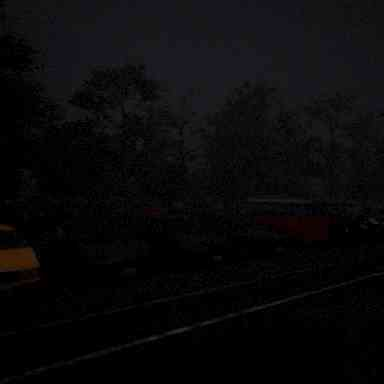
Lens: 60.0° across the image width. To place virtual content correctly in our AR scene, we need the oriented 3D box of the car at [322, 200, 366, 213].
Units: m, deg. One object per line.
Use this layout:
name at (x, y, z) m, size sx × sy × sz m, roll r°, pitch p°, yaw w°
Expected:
car at (18.941, 1.785, 41.658) m, size 2.002 × 1.452 × 4.674 m, roll 1°, pitch 0°, yaw -35°

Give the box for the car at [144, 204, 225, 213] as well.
car at (0.411, 1.592, 17.905) m, size 5.357 × 1.411 × 2.033 m, roll 0°, pitch 0°, yaw -35°

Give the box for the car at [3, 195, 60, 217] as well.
car at (-10.395, 1.258, 20.794) m, size 2.435 × 2.045 × 5.566 m, roll 0°, pitch 0°, yaw -35°

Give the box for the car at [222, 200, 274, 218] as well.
car at (5.272, 1.601, 31.990) m, size 2.163 × 1.488 × 4.792 m, roll 1°, pitch 0°, yaw -35°

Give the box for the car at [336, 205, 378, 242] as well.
car at (6.124, 1.563, 16.553) m, size 2.163 × 1.488 × 4.792 m, roll 0°, pitch 0°, yaw -35°

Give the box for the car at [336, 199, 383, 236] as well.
car at (8.384, 1.417, 18.161) m, size 2.185 × 1.767 × 4.553 m, roll 0°, pitch 0°, yaw -35°

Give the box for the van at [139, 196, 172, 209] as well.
van at (-3.704, 1.301, 25.723) m, size 1.878 × 1.987 × 4.442 m, roll 0°, pitch 0°, yaw -35°

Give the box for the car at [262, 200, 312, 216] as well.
car at (9.923, 1.654, 35.223) m, size 2.163 × 1.488 × 4.792 m, roll 1°, pitch 0°, yaw -35°

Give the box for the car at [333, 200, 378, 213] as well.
car at (21.215, 1.804, 43.241) m, size 2.163 × 1.488 × 4.792 m, roll 1°, pitch 0°, yaw -35°

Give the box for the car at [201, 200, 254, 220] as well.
car at (3.120, 1.583, 30.462) m, size 2.163 × 1.488 × 4.792 m, roll 0°, pitch 0°, yaw -35°

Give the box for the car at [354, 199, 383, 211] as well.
car at (25.617, 1.833, 46.397) m, size 2.097 × 1.535 × 5.008 m, roll 1°, pitch 0°, yaw -35°

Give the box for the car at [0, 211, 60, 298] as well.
car at (-5.069, 1.501, 8.340) m, size 1.946 × 1.575 × 5.366 m, roll 0°, pitch 0°, yaw -35°

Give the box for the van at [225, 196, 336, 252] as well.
van at (3.810, 1.302, 15.017) m, size 1.878 × 1.987 × 4.442 m, roll 0°, pitch 0°, yaw -35°

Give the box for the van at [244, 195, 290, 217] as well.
van at (7.482, 1.370, 33.667) m, size 1.878 × 1.987 × 4.442 m, roll 1°, pitch 0°, yaw -35°

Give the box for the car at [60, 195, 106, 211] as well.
car at (-8.137, 1.264, 22.398) m, size 2.435 × 2.045 × 5.566 m, roll 0°, pitch 0°, yaw -35°

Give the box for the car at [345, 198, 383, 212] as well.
car at (23.338, 1.678, 44.823) m, size 2.185 × 1.767 × 4.553 m, roll 1°, pitch 0°, yaw -35°

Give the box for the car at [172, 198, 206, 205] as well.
car at (-1.381, 1.533, 27.236) m, size 2.097 × 1.535 × 5.008 m, roll 0°, pitch 0°, yaw -35°

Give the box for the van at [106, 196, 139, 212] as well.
van at (-5.827, 1.296, 23.929) m, size 1.878 × 1.987 × 4.442 m, roll 0°, pitch 0°, yaw -35°

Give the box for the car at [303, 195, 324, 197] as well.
car at (12.151, 1.403, 36.875) m, size 2.435 × 2.045 × 5.566 m, roll 1°, pitch 0°, yaw -35°

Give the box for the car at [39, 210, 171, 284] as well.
car at (-2.896, 1.540, 10.075) m, size 2.163 × 1.488 × 4.792 m, roll 0°, pitch 0°, yaw -35°

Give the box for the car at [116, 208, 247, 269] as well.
car at (-0.633, 1.546, 11.683) m, size 2.163 × 1.488 × 4.792 m, roll 0°, pitch 0°, yaw -35°

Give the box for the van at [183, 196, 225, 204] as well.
van at (0.956, 1.316, 28.757) m, size 1.878 × 1.987 × 4.442 m, roll 0°, pitch 0°, yaw -36°
